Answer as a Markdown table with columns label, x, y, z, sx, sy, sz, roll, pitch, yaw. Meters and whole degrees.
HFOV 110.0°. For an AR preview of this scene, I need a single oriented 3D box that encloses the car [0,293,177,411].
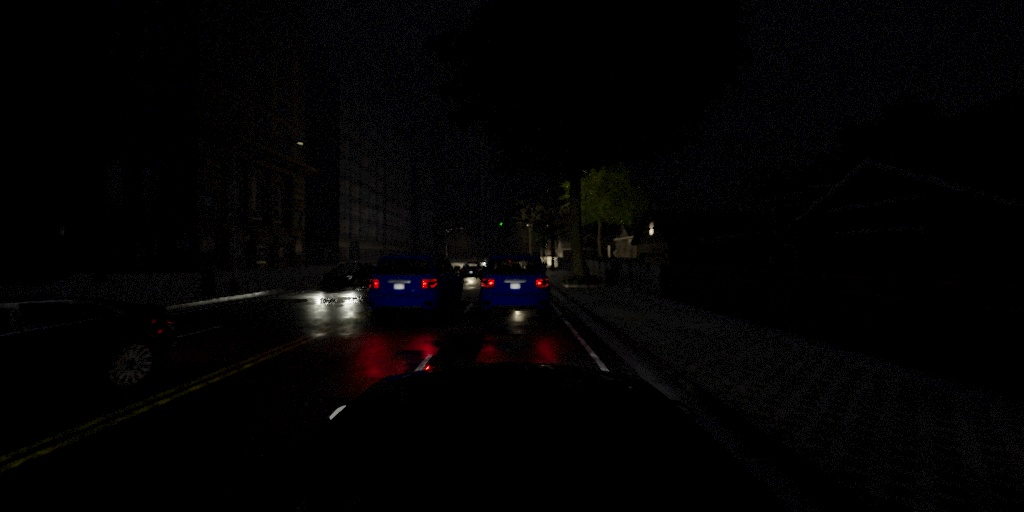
| label | x | y | z | sx | sy | sz | roll | pitch | yaw |
| --- | --- | --- | --- | --- | --- | --- | --- | --- | --- |
| car | -6.603 | 1.232 | 3.981 | 2.128 | 1.511 | 4.902 | 0 | 0 | 0 |

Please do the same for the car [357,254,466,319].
| label | x | y | z | sx | sy | sz | roll | pitch | yaw |
| --- | --- | --- | --- | --- | --- | --- | --- | --- | --- |
| car | -3.158 | 0.929 | 12.717 | 2.150 | 2.045 | 5.566 | 0 | 1 | 0 |

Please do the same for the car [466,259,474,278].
| label | x | y | z | sx | sy | sz | roll | pitch | yaw |
| --- | --- | --- | --- | --- | --- | --- | --- | --- | --- |
| car | -3.168 | 1.205 | 29.642 | 1.994 | 1.385 | 4.181 | 0 | 0 | 0 |

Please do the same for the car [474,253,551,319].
| label | x | y | z | sx | sy | sz | roll | pitch | yaw |
| --- | --- | --- | --- | --- | --- | --- | --- | --- | --- |
| car | 0.091 | 0.927 | 12.785 | 2.150 | 2.045 | 5.566 | 0 | 0 | 0 |

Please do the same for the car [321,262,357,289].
| label | x | y | z | sx | sy | sz | roll | pitch | yaw |
| --- | --- | --- | --- | --- | --- | --- | --- | --- | --- |
| car | -9.859 | 1.146 | 22.222 | 1.882 | 1.535 | 5.008 | 0 | 0 | 0 |
